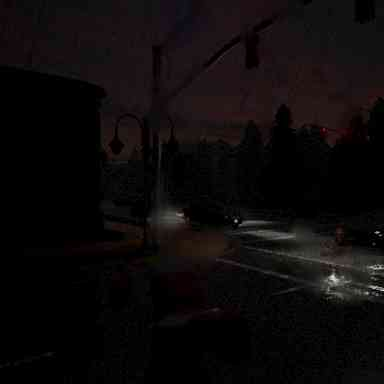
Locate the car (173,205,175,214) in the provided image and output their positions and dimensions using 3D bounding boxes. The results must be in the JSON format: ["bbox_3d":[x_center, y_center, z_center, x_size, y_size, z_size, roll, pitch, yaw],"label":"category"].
[{"bbox_3d":[-3.248,1.563,34.620,1.994,1.385,4.181,0,0,-35],"label":"car"}]

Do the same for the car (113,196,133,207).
[{"bbox_3d":[-10.483,1.355,51.356,2.097,1.767,4.553,0,0,-35],"label":"car"}]

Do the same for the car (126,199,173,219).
[{"bbox_3d":[-3.853,1.563,29.360,1.994,1.385,4.181,0,0,-35],"label":"car"}]

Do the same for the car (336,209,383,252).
[{"bbox_3d":[8.053,1.477,13.876,5.008,1.535,1.882,0,0,-34],"label":"car"}]

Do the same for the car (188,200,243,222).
[{"bbox_3d":[1.836,1.504,27.323,1.837,1.490,4.892,0,0,-35],"label":"car"}]

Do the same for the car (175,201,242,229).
[{"bbox_3d":[1.248,1.491,22.061,2.128,1.511,4.902,0,0,-35],"label":"car"}]
